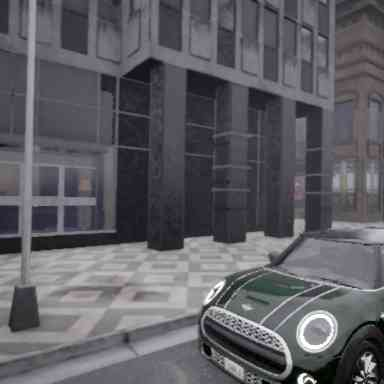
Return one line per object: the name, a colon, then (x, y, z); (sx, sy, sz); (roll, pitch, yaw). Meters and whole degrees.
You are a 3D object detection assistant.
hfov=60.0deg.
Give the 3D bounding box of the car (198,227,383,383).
car: (2.300, 1.386, 5.014); (4.553, 1.767, 2.097); (1, 0, -35)
